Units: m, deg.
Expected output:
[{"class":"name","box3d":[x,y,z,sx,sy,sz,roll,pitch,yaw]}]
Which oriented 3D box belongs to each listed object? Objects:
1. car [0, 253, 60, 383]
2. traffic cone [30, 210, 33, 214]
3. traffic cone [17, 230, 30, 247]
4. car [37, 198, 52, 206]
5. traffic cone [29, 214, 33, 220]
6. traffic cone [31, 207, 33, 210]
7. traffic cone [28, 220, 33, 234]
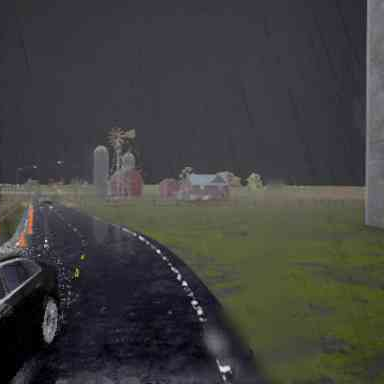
[{"class":"car","box3d":[-2.828,1.507,3.462,2.128,1.511,4.902,0,0,-7]},{"class":"traffic cone","box3d":[-13.348,2.027,27.585,0.340,0.580,0.340,0,0,-26]},{"class":"traffic cone","box3d":[-7.225,2.014,14.175,0.340,0.580,0.340,0,0,-20]},{"class":"car","box3d":[-24.123,1.649,54.477,1.895,1.301,4.718,0,0,-30]},{"class":"traffic cone","box3d":[-11.195,2.027,23.072,0.340,0.580,0.340,0,0,-26]},{"class":"traffic cone","box3d":[-15.500,2.024,32.099,0.340,0.580,0.340,0,0,-26]},{"class":"traffic cone","box3d":[-9.046,2.025,18.564,0.340,0.580,0.340,0,0,-25]}]
